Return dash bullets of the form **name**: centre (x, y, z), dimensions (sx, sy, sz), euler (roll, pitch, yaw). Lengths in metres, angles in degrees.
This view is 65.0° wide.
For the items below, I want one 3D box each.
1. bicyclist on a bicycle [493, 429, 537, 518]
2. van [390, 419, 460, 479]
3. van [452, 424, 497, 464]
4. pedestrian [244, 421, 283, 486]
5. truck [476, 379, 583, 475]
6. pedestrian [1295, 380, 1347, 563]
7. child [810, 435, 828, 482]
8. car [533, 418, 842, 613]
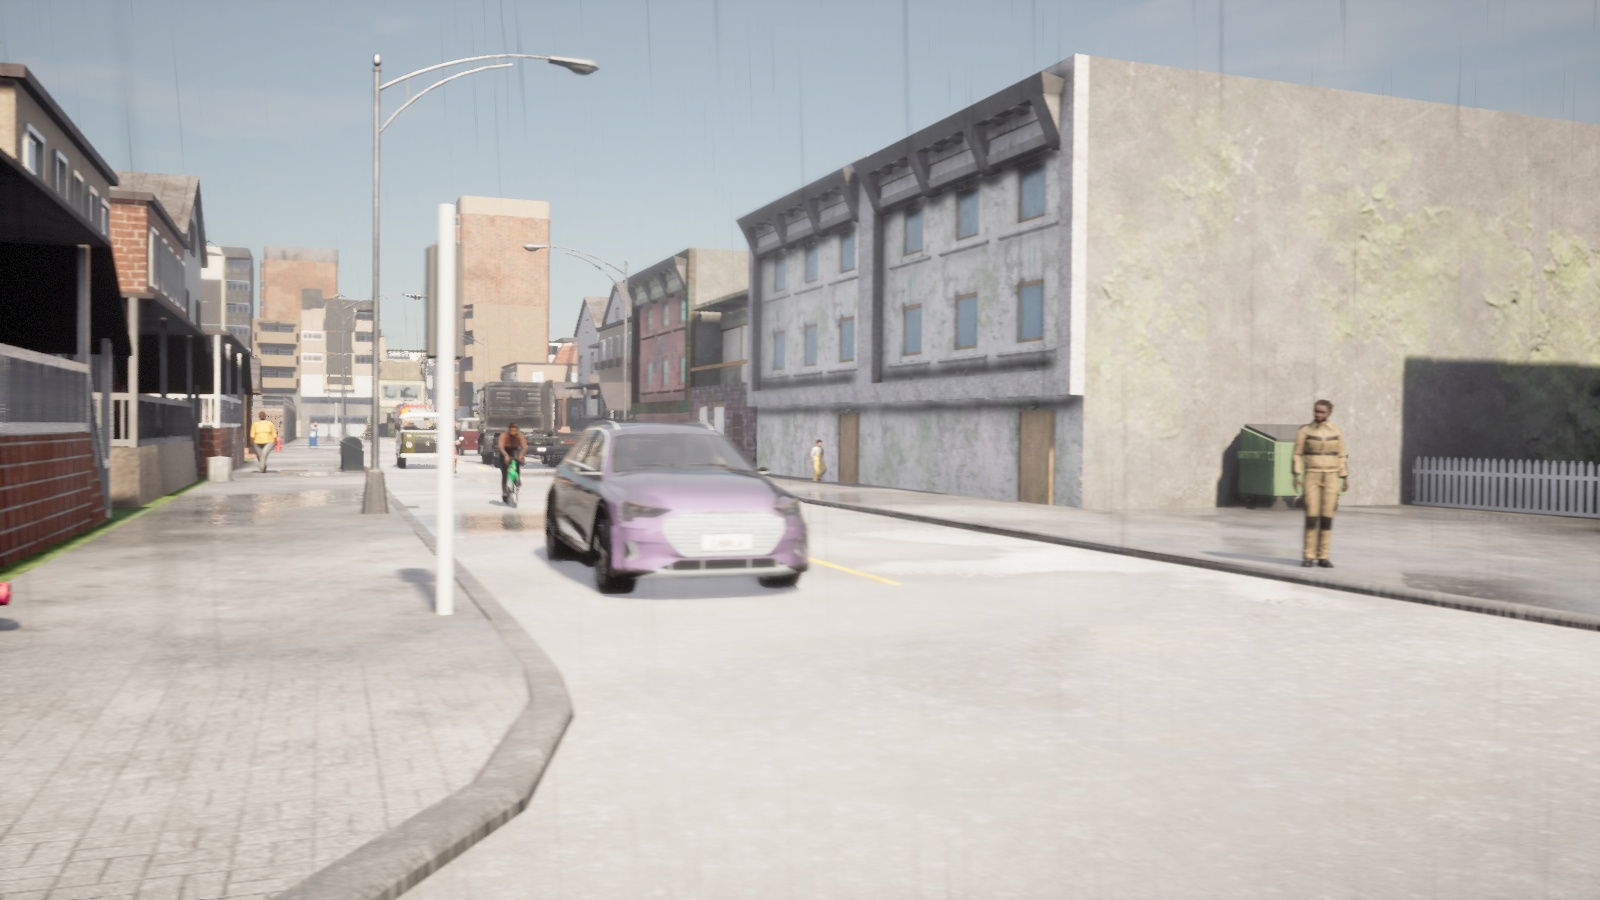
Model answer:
- **bicyclist on a bicycle**: centre (-5.442, 0.419, 23.913), dimensions (0.582, 1.620, 1.656), euler (-1, 1, -21)
- **van**: centre (-13.677, -0.075, 45.622), dimensions (2.069, 2.038, 4.480), euler (-1, 1, -21)
- **van**: centre (-17.177, -0.344, 66.165), dimensions (1.775, 1.987, 4.442), euler (-1, 1, -21)
- **pedestrian**: centre (-15.445, 0.086, 36.176), dimensions (0.874, 1.855, 0.900), euler (-1, 1, -13)
- **truck**: centre (-10.716, -0.872, 49.058), dimensions (2.891, 3.462, 7.936), euler (-1, 1, -21)
- **pedestrian**: centre (5.650, 0.220, 13.629), dimensions (0.396, 1.930, 0.692), euler (0, 1, 12)
- **child**: centre (0.526, 0.223, 33.978), dimensions (0.270, 1.263, 0.437), euler (-1, 1, -34)
- **car**: centre (-1.426, 0.525, 13.325), dimensions (2.033, 1.649, 4.856), euler (-1, 1, -20)
